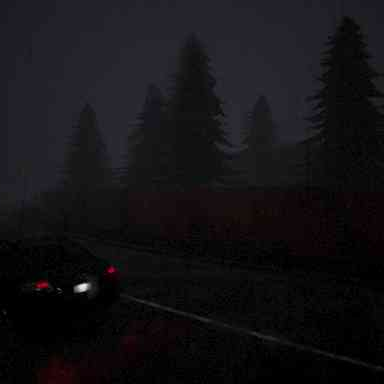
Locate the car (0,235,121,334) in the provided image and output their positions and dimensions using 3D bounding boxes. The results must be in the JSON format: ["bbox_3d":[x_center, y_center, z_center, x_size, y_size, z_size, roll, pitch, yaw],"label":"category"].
[{"bbox_3d":[-3.394,1.614,6.974,4.181,1.385,1.994,0,0,40],"label":"car"}]
